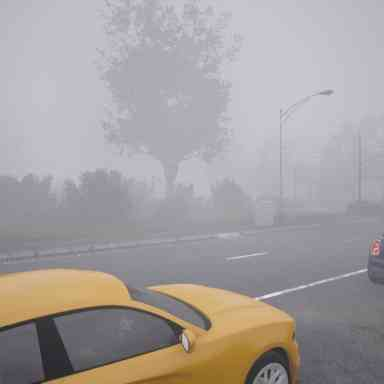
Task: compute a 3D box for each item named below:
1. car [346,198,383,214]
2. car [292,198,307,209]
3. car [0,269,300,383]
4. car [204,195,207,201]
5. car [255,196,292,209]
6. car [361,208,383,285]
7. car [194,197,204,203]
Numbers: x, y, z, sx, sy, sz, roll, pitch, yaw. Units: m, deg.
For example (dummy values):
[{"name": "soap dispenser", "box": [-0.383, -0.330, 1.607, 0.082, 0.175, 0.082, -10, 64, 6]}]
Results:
[{"name": "car", "box": [17.399, 1.506, 32.295, 1.837, 1.490, 4.892, 1, -1, -23]}, {"name": "car", "box": [13.514, 1.474, 46.073, 1.882, 1.535, 5.008, 0, 1, -33]}, {"name": "car", "box": [-1.116, 1.478, 2.952, 5.008, 1.535, 1.882, 0, 0, -35]}, {"name": "car", "box": [3.209, 1.411, 62.015, 1.882, 1.535, 5.008, 0, 0, -34]}, {"name": "car", "box": [10.497, 1.348, 44.294, 2.097, 1.767, 4.553, 0, 0, -32]}, {"name": "car", "box": [6.406, 1.352, 8.288, 4.553, 1.767, 2.097, 0, 0, -35]}, {"name": "car", "box": [-0.498, 1.402, 61.248, 1.882, 1.535, 5.008, 0, 0, -34]}]
